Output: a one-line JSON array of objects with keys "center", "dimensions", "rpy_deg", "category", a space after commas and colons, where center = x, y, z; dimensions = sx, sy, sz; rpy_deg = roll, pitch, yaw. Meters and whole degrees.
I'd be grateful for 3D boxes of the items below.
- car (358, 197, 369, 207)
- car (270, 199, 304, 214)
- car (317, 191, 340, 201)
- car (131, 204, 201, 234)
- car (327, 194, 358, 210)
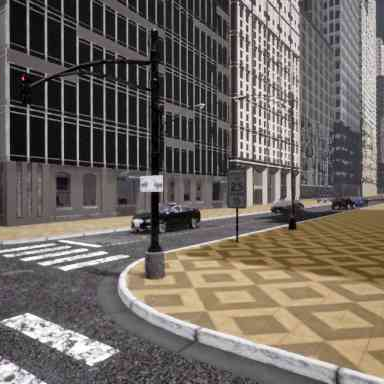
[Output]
[{"center": [24.597, 1.369, 48.773], "dimensions": [2.033, 1.411, 5.357], "rpy_deg": [0, 0, 37], "category": "car"}, {"center": [9.882, 1.444, 34.287], "dimensions": [2.033, 1.411, 5.357], "rpy_deg": [0, 0, 37], "category": "car"}, {"center": [19.178, 0.689, 46.546], "dimensions": [2.150, 2.045, 5.566], "rpy_deg": [0, 0, 37], "category": "car"}, {"center": [-1.386, 1.447, 19.244], "dimensions": [2.128, 1.511, 4.902], "rpy_deg": [0, 0, 37], "category": "car"}, {"center": [18.385, 1.359, 40.405], "dimensions": [1.837, 1.490, 4.892], "rpy_deg": [0, 0, 37], "category": "car"}]
